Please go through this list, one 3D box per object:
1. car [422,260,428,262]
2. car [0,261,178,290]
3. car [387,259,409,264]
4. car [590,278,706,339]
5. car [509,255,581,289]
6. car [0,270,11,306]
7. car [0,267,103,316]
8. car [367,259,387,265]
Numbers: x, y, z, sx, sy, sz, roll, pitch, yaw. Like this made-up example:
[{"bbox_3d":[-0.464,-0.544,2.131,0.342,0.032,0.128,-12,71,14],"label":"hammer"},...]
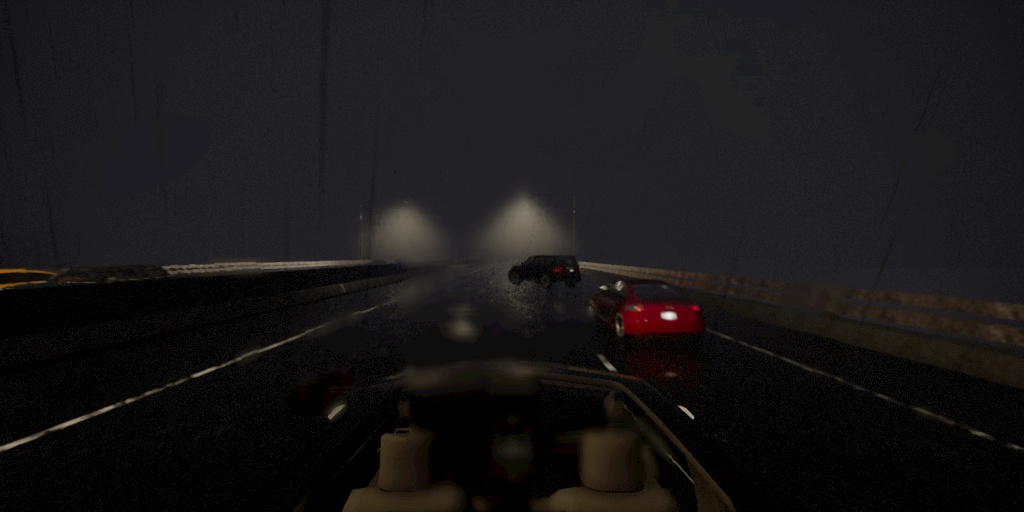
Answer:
[{"bbox_3d":[-13.266,1.268,54.142,1.994,1.385,4.181,0,0,2],"label":"car"},{"bbox_3d":[-14.057,1.072,12.210,2.097,1.767,4.553,0,0,0],"label":"car"},{"bbox_3d":[-16.762,1.228,54.184,1.812,1.442,4.674,0,0,2],"label":"car"},{"bbox_3d":[3.514,1.300,10.018,1.994,1.385,4.181,0,0,0],"label":"car"},{"bbox_3d":[1.998,0.936,23.105,2.150,2.045,5.566,0,0,-33],"label":"car"},{"bbox_3d":[-21.069,1.262,11.659,2.033,1.411,5.357,0,0,0],"label":"car"},{"bbox_3d":[-17.560,1.194,12.047,1.882,1.535,5.008,0,0,0],"label":"car"},{"bbox_3d":[-20.259,1.225,54.306,1.812,1.442,4.674,0,0,2],"label":"car"}]
